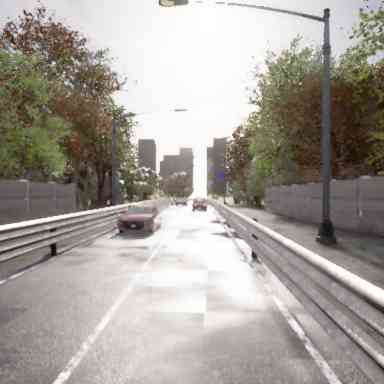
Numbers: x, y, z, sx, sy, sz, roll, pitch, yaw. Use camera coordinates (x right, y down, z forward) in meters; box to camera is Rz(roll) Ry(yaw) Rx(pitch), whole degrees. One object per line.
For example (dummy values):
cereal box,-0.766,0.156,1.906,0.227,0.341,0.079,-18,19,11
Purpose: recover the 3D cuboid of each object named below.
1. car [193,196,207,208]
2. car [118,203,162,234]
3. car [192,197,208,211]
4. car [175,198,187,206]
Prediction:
car,1.194,1.488,51.327,2.097,1.767,4.553,0,-1,1
car,-2.915,1.460,19.362,1.882,1.535,5.008,0,0,1
car,0.952,1.650,41.230,1.895,1.301,4.718,0,0,1
car,-1.911,1.755,59.636,1.812,1.442,4.674,0,-1,2
